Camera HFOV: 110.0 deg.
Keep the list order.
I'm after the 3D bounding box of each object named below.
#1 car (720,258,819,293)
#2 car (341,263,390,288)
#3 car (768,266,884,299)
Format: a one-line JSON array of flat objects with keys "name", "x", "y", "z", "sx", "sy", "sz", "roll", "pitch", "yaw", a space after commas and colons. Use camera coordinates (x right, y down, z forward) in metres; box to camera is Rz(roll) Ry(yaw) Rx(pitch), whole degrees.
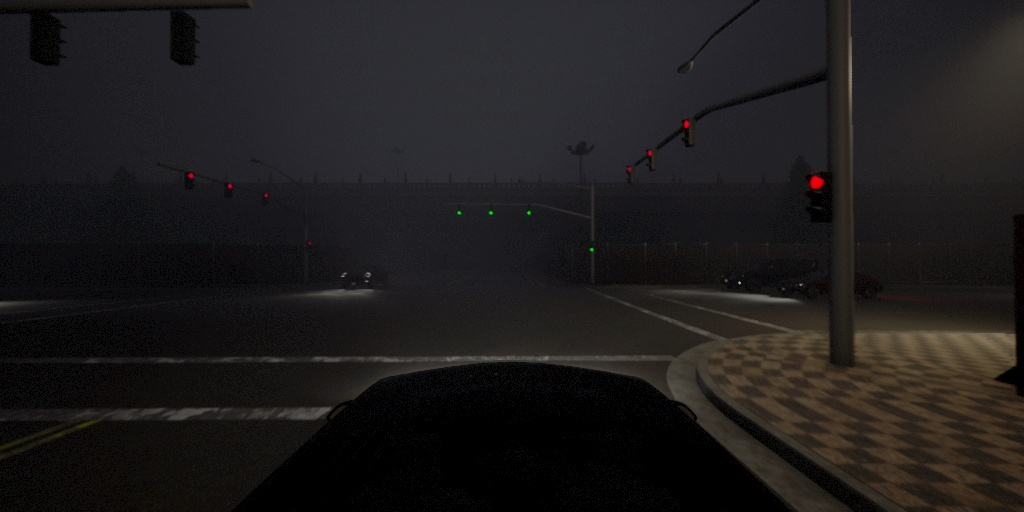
[{"name": "car", "x": 15.965, "y": 1.160, "z": 22.090, "sx": 5.566, "sy": 2.045, "sz": 2.150, "roll": 0, "pitch": -1, "yaw": 0}, {"name": "car", "x": -10.492, "y": 1.325, "z": 25.977, "sx": 2.097, "sy": 1.767, "sz": 4.553, "roll": 0, "pitch": -2, "yaw": 0}, {"name": "car", "x": 16.378, "y": 1.423, "z": 18.566, "sx": 4.674, "sy": 1.442, "sz": 1.812, "roll": 0, "pitch": -1, "yaw": 0}]
